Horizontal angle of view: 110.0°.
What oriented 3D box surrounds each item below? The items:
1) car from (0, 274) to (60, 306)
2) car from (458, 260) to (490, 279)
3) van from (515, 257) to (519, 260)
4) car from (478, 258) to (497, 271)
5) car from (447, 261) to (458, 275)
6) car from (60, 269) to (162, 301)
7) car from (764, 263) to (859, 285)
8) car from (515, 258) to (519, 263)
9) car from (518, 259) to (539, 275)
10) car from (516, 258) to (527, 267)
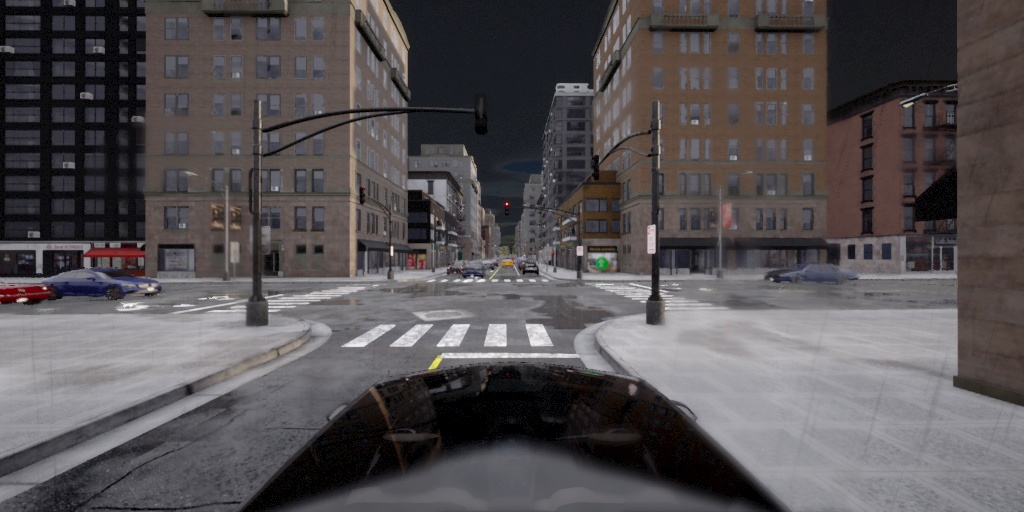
[{"bbox_3d":[-21.334,1.420,13.991,4.718,1.301,1.895,0,0,-1],"label":"car"},{"bbox_3d":[-3.428,1.327,33.411,2.033,1.411,5.357,0,0,0],"label":"car"},{"bbox_3d":[1.846,1.173,61.803,1.690,1.789,3.998,0,0,0],"label":"van"},{"bbox_3d":[-3.553,1.335,51.177,1.812,1.442,4.674,0,0,0],"label":"car"},{"bbox_3d":[-6.015,1.230,39.701,1.967,1.591,4.097,0,0,0],"label":"car"},{"bbox_3d":[-19.763,1.345,17.260,4.674,1.442,1.812,0,0,-1],"label":"car"},{"bbox_3d":[20.385,1.217,24.467,5.357,1.411,2.033,0,0,-1],"label":"car"},{"bbox_3d":[1.887,1.386,56.293,1.948,1.339,4.313,0,0,0],"label":"car"},{"bbox_3d":[2.010,1.355,39.760,1.948,1.339,4.313,0,0,0],"label":"car"},{"bbox_3d":[1.928,1.391,50.782,1.802,1.307,4.207,0,0,0],"label":"car"}]
